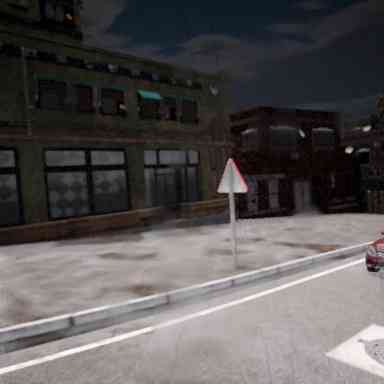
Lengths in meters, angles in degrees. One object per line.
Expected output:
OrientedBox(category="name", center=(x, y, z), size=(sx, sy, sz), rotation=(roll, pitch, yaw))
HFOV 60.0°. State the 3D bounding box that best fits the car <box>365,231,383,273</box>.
OrientedBox(category="car", center=(6.938, 1.579, 9.968), size=(4.674, 1.442, 1.812), rotation=(0, -1, -40))
